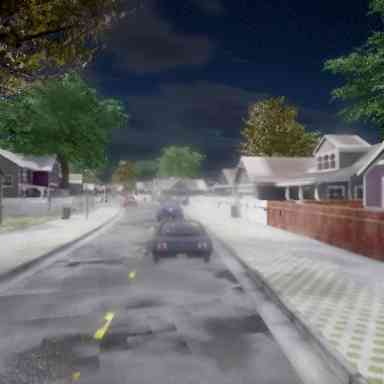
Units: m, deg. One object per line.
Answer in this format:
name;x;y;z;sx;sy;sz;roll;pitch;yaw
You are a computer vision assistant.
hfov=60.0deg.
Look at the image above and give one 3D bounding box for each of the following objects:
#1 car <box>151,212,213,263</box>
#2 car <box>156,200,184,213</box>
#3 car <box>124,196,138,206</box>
car;-0.414;1.632;12.125;1.895;1.301;4.718;0;0;-3
car;-1.885;1.423;27.692;2.097;1.767;4.553;0;0;-7
car;-10.577;1.515;57.509;2.097;1.767;4.553;0;0;-14
